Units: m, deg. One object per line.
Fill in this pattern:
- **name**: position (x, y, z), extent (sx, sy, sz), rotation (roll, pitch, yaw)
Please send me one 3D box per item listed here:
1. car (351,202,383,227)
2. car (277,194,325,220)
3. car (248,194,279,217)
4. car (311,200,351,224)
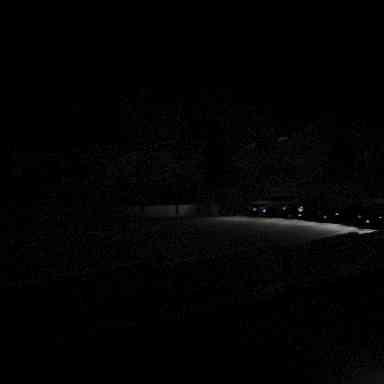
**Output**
- **car**: position (12.558, 1.504, 21.520), extent (4.674, 1.442, 1.812), rotation (0, 0, -35)
- **car**: position (9.702, 1.327, 28.075), extent (4.553, 1.767, 2.097), rotation (0, 0, -35)
- **car**: position (7.783, 1.201, 31.004), extent (5.566, 2.045, 2.150), rotation (0, 0, -35)
- **car**: position (11.355, 1.503, 24.959), extent (4.674, 1.442, 1.812), rotation (0, 0, -35)
